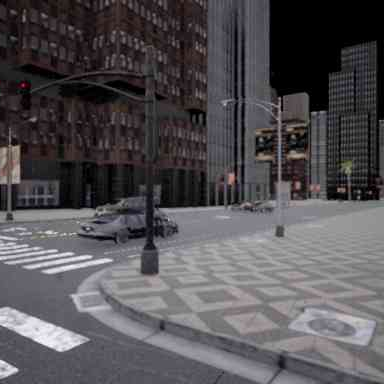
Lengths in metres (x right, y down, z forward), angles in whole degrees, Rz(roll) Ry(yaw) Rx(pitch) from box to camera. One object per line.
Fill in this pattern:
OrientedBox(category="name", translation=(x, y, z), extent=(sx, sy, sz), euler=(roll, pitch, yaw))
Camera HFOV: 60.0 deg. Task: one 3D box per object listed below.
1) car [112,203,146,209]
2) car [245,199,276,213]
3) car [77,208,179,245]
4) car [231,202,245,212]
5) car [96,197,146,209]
OrientedBox(category="car", translation=(-3.900, 1.845, 26.545), extent=(1.994, 1.385, 4.181), euler=(0, -1, 35))
OrientedBox(category="car", translation=(9.638, 2.132, 45.785), extent=(1.837, 1.490, 4.892), euler=(0, -1, 36))
OrientedBox(category="car", translation=(-3.026, 1.738, 16.806), extent=(2.033, 1.411, 5.357), euler=(0, -1, 41))
OrientedBox(category="car", translation=(7.357, 2.151, 48.183), extent=(1.812, 1.442, 4.674), euler=(0, -1, 36))
OrientedBox(category="car", translation=(-5.936, 1.509, 29.302), extent=(2.150, 2.045, 5.566), euler=(0, -1, 35))
